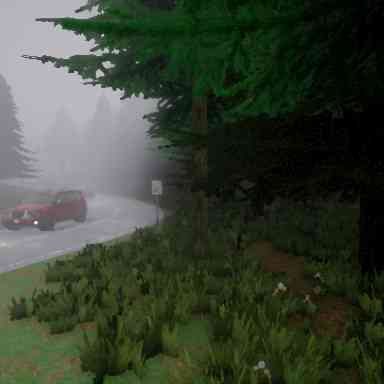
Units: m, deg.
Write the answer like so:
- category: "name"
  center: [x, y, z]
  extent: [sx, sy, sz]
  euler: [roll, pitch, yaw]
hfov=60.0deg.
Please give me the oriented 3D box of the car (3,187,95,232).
- category: "car"
  center: [-8.062, 0.962, 18.985]
  extent: [2.150, 2.045, 5.566]
  euler: [0, 3, 11]

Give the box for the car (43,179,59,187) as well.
- category: "car"
  center: [-18.443, -0.951, 45.363]
  extent: [4.892, 1.490, 1.837]
  euler: [6, 4, 38]

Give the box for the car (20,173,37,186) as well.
- category: "car"
  center: [-25.775, -2.127, 52.419]
  extent: [2.150, 2.045, 5.566]
  euler: [0, 5, -30]

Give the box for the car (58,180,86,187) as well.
- category: "car"
  center: [-12.421, -0.106, 36.297]
  extent: [1.882, 1.535, 5.008]
  euler: [0, 5, -44]
